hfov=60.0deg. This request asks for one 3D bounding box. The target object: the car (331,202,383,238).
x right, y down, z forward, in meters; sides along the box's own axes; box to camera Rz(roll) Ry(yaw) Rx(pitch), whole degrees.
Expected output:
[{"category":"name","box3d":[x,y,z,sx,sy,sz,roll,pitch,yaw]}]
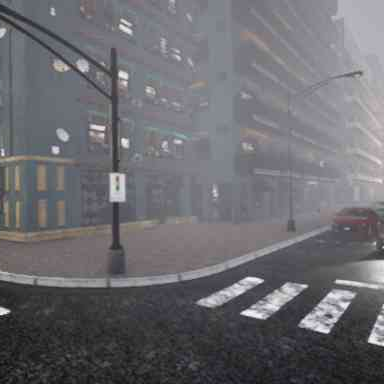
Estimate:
[{"category":"car","box3d":[8.575,1.461,17.370,1.887,1.381,4.507,-1,0,36]}]

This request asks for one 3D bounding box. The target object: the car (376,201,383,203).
[{"category":"car","box3d":[14.591,1.386,25.486,2.008,1.369,4.403,-1,0,36]}]

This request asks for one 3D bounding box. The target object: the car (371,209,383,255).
[{"category":"car","box3d":[8.012,1.461,12.053,1.994,1.385,4.181,-1,0,36]}]
